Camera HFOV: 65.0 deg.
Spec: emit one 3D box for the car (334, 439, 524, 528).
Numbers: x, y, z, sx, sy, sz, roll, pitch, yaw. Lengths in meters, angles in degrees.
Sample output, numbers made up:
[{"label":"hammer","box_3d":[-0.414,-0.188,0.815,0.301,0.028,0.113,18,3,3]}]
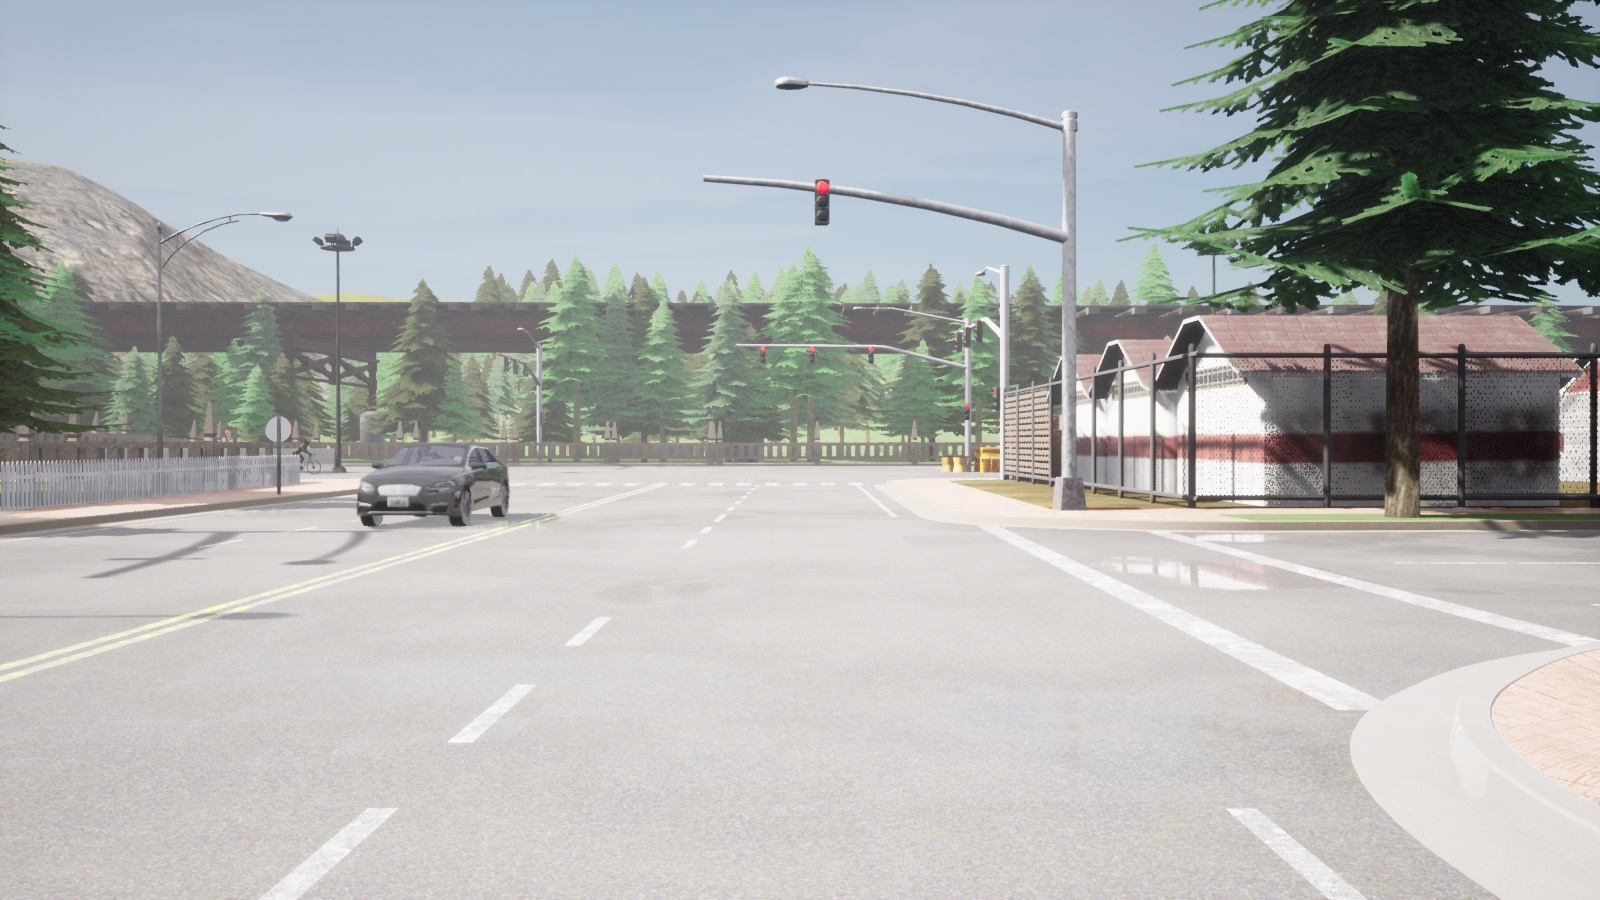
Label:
[{"label":"car","box_3d":[-6.846,0.563,23.793,2.128,1.511,4.902,0,0,0]}]
